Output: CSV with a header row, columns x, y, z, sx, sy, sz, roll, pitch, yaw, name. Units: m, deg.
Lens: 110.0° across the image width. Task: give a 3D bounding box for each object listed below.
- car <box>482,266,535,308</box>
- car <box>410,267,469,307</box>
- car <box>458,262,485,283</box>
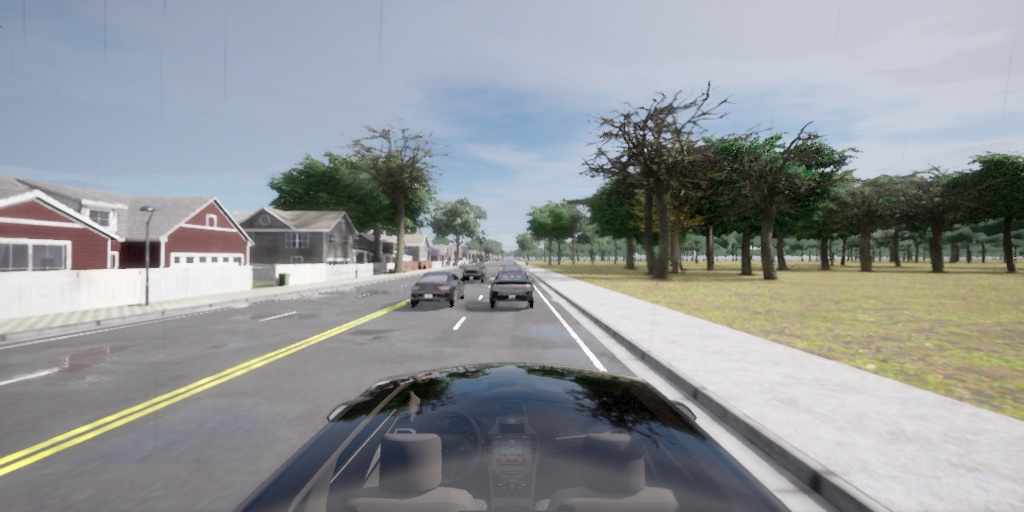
x,y,z,sx,sy,sz,roll,pitch,yaw,name
0.006,1.377,16.148,2.128,1.511,4.902,0,0,0,car
-3.243,1.410,16.227,1.812,1.442,4.674,0,0,0,car
-3.241,1.530,31.147,1.837,1.490,4.892,0,0,0,car
